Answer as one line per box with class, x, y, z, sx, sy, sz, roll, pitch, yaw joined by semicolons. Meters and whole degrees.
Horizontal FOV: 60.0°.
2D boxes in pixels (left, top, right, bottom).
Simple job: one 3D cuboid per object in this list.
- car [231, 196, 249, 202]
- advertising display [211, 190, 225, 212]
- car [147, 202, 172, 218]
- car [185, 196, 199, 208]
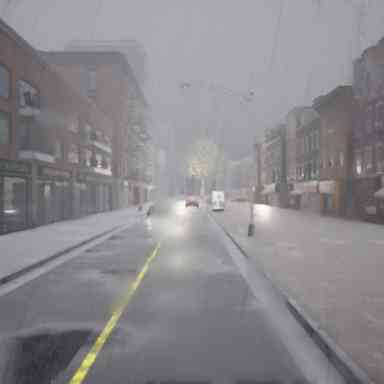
car;10.932;1.575;76.150;4.097;1.590;1.967;0;-1;0
advertising display;3.009;1.051;38.178;1.540;2.440;0.280;0;0;0
car;-2.843;1.584;29.726;1.994;1.385;4.181;0;0;0
car;0.014;1.635;48.930;1.895;1.301;4.718;0;0;0
